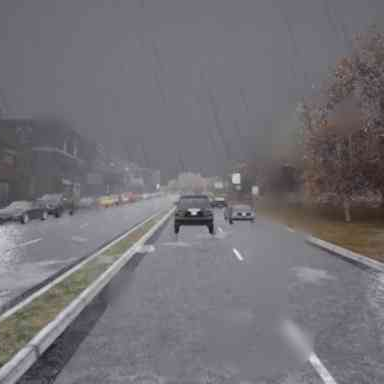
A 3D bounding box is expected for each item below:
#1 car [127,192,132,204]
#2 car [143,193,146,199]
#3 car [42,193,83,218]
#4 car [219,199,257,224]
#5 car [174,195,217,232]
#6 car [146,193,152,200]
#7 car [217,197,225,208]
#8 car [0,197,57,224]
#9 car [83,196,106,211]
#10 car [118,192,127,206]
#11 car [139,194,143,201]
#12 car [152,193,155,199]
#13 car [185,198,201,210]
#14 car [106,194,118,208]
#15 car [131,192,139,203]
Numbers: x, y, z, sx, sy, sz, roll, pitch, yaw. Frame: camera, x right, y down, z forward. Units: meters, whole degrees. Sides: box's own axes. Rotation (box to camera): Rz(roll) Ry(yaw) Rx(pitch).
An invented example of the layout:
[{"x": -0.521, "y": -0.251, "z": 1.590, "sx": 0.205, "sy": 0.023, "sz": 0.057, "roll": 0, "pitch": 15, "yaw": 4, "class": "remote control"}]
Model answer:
[{"x": -11.938, "y": 1.275, "z": 56.180, "sx": 1.946, "sy": 1.575, "sz": 5.366, "roll": 0, "pitch": 0, "yaw": 0, "class": "car"}, {"x": -12.010, "y": 1.237, "z": 73.073, "sx": 2.231, "sy": 1.521, "sz": 4.892, "roll": 0, "pitch": 0, "yaw": 0, "class": "car"}, {"x": -11.821, "y": 1.096, "z": 28.837, "sx": 2.435, "sy": 2.045, "sz": 5.566, "roll": 0, "pitch": 0, "yaw": 0, "class": "car"}, {"x": 3.353, "y": 1.481, "z": 23.938, "sx": 2.033, "sy": 1.411, "sz": 5.357, "roll": 0, "pitch": 0, "yaw": 0, "class": "car"}, {"x": 0.102, "y": 1.167, "z": 19.832, "sx": 2.150, "sy": 2.045, "sz": 5.566, "roll": 0, "pitch": 0, "yaw": 0, "class": "car"}, {"x": -12.058, "y": 1.206, "z": 83.930, "sx": 1.946, "sy": 1.575, "sz": 5.366, "roll": 0, "pitch": 0, "yaw": 0, "class": "car"}, {"x": 3.355, "y": 1.363, "z": 41.679, "sx": 1.882, "sy": 1.535, "sz": 5.008, "roll": 0, "pitch": 0, "yaw": 0, "class": "car"}, {"x": -11.797, "y": 1.362, "z": 23.347, "sx": 2.231, "sy": 1.521, "sz": 4.892, "roll": 0, "pitch": 0, "yaw": 0, "class": "car"}, {"x": -11.917, "y": 1.325, "z": 38.258, "sx": 2.231, "sy": 1.521, "sz": 4.892, "roll": 0, "pitch": 0, "yaw": 0, "class": "car"}, {"x": -11.915, "y": 1.166, "z": 50.872, "sx": 2.185, "sy": 1.767, "sz": 4.553, "roll": 0, "pitch": 0, "yaw": 0, "class": "car"}, {"x": -11.988, "y": 1.251, "z": 67.546, "sx": 2.231, "sy": 1.521, "sz": 4.892, "roll": 0, "pitch": 0, "yaw": 0, "class": "car"}, {"x": -12.080, "y": 1.069, "z": 89.673, "sx": 2.185, "sy": 1.767, "sz": 4.553, "roll": 0, "pitch": 0, "yaw": 0, "class": "car"}, {"x": 0.105, "y": 1.449, "z": 42.092, "sx": 1.994, "sy": 1.385, "sz": 4.181, "roll": 0, "pitch": 0, "yaw": 0, "class": "car"}, {"x": -11.890, "y": 1.303, "z": 45.130, "sx": 1.946, "sy": 1.575, "sz": 5.366, "roll": 0, "pitch": 0, "yaw": 0, "class": "car"}, {"x": -11.962, "y": 1.013, "z": 61.862, "sx": 2.435, "sy": 2.045, "sz": 5.566, "roll": 0, "pitch": 0, "yaw": 0, "class": "car"}]
